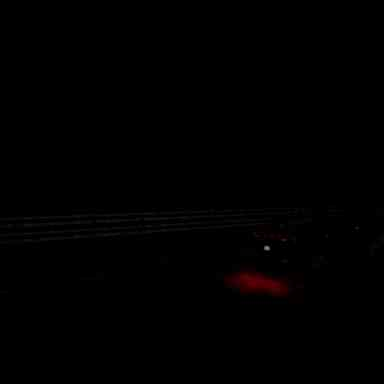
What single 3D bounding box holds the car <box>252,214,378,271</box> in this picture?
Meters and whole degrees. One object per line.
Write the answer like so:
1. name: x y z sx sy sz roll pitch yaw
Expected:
1. car: 4.212 1.481 11.043 5.008 1.535 1.882 0 0 -34
